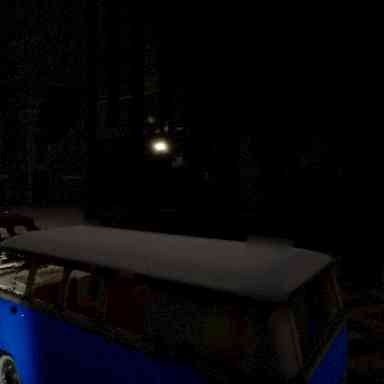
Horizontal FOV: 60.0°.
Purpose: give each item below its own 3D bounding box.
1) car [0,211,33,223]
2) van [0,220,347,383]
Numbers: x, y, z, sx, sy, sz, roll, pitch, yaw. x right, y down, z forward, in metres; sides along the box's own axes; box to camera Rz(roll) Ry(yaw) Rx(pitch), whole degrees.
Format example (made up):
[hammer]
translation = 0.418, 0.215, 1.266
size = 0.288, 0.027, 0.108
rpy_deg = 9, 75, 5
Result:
[car]
translation = -4.704, 1.281, 6.331
size = 5.009, 1.841, 2.192
rpy_deg = 0, 1, 35
[van]
translation = -0.565, 1.331, 3.374
size = 3.998, 1.788, 1.690
rpy_deg = 0, 1, 35
